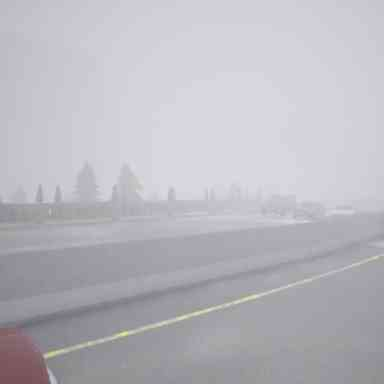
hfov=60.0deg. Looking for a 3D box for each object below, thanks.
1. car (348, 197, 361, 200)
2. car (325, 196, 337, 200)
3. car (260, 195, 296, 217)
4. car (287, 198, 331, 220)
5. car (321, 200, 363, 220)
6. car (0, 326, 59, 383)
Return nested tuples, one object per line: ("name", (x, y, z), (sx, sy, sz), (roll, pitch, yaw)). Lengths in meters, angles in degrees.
("car", (29.928, 1.648, 61.139), (1.812, 1.442, 4.674), (0, 0, 15))
("car", (27.549, 1.590, 66.378), (1.882, 1.535, 5.008), (0, 0, 12))
("car", (8.708, 1.288, 32.764), (2.150, 2.045, 5.566), (0, 0, 36))
("car", (10.314, 1.563, 29.154), (1.837, 1.490, 4.892), (0, 0, 37))
("car", (11.622, 1.577, 25.168), (1.812, 1.442, 4.674), (0, 0, 39))
("car", (-3.119, 1.603, 1.602), (4.718, 1.301, 1.895), (0, 0, -35))
